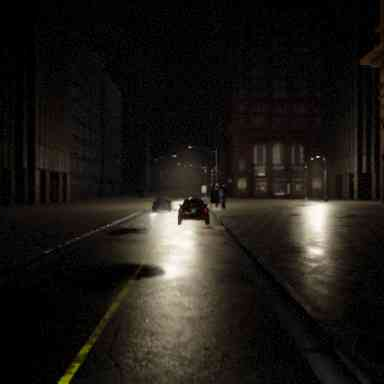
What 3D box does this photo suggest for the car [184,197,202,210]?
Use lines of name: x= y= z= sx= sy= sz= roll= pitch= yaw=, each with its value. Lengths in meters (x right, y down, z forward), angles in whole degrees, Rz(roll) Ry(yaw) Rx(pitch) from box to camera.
car: x=0.094 y=1.341 z=39.358 sx=1.994 sy=1.385 sz=4.181 roll=0 pitch=0 yaw=0

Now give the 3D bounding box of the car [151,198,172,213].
car: x=-3.091 y=1.332 z=34.931 sx=1.812 sy=1.442 sz=4.674 roll=0 pitch=0 yaw=0

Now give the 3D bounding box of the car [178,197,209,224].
car: x=0.094 y=1.229 z=23.484 sx=2.097 sy=1.767 sz=4.553 roll=0 pitch=0 yaw=0
